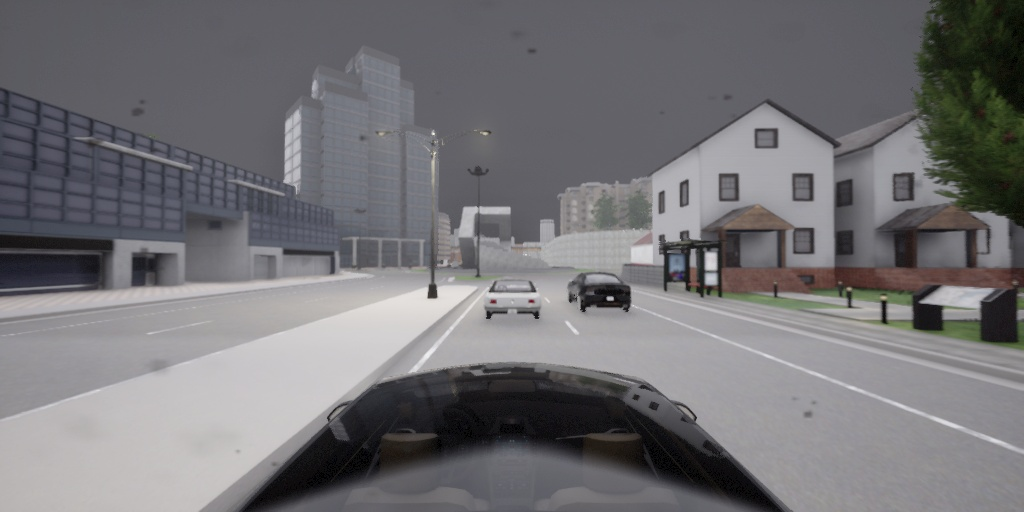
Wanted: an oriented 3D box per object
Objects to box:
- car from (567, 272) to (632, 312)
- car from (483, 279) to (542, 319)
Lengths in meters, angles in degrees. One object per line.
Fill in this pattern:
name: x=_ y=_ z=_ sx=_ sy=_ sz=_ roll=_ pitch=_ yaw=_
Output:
car: x=3.557 y=1.399 z=15.372 sx=1.882 sy=1.535 sz=5.008 roll=0 pitch=0 yaw=1
car: x=0.039 y=1.500 z=13.567 sx=1.895 sy=1.301 sz=4.718 roll=0 pitch=-1 yaw=1
